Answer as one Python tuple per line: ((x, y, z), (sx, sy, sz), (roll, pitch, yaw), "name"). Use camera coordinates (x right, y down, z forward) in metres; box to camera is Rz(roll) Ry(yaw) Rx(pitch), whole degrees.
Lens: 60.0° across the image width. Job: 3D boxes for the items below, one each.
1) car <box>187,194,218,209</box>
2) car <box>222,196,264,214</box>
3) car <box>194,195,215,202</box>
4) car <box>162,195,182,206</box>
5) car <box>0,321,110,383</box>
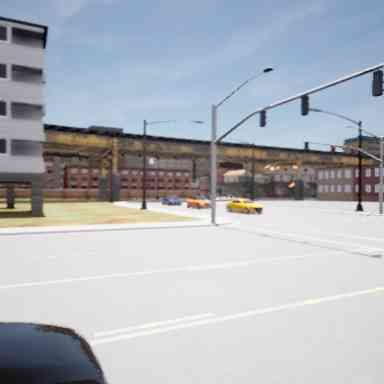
((1.073, 1.303, 43.987), (2.097, 1.767, 4.553), (0, 0, -27), "car")
((5.532, 1.479, 35.275), (1.882, 1.535, 5.008), (0, 0, -27), "car")
((2.928, 1.466, 76.670), (2.033, 1.411, 5.357), (1, 0, 39), "car")
((-3.200, 1.255, 52.875), (2.097, 1.767, 4.553), (0, 0, -22), "car")
((-2.601, 1.535, 2.115), (4.181, 1.385, 1.994), (1, 0, -29), "car")
